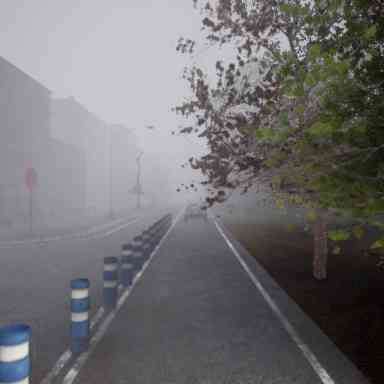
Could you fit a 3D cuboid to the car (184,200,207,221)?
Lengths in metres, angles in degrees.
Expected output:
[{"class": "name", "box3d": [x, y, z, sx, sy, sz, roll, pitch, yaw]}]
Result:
[{"class": "car", "box3d": [0.321, 1.682, 28.226, 2.033, 1.411, 5.357, 0, 0, 1]}]
